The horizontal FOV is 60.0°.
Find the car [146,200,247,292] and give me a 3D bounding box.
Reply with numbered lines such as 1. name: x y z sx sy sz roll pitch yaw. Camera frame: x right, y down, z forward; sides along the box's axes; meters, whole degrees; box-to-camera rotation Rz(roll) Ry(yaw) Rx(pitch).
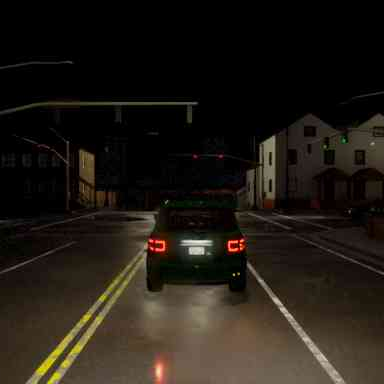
1. car: 0.090 1.221 9.070 2.150 2.045 5.566 0 0 0

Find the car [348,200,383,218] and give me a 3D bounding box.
1. car: 16.562 1.491 29.798 4.902 1.511 2.128 0 0 -1

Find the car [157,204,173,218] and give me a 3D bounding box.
1. car: -3.594 2.597 45.340 1.812 1.442 4.674 0 -9 0
